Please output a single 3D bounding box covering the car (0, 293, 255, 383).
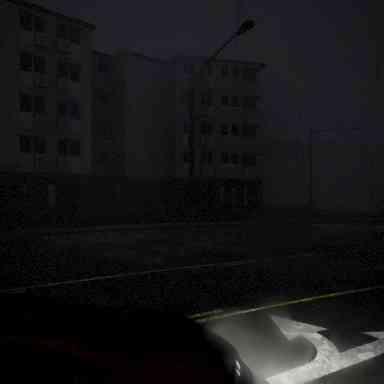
[{"bbox_3d":[-1.476,1.562,2.549,4.181,1.385,1.994,0,0,-34],"label":"car"}]
